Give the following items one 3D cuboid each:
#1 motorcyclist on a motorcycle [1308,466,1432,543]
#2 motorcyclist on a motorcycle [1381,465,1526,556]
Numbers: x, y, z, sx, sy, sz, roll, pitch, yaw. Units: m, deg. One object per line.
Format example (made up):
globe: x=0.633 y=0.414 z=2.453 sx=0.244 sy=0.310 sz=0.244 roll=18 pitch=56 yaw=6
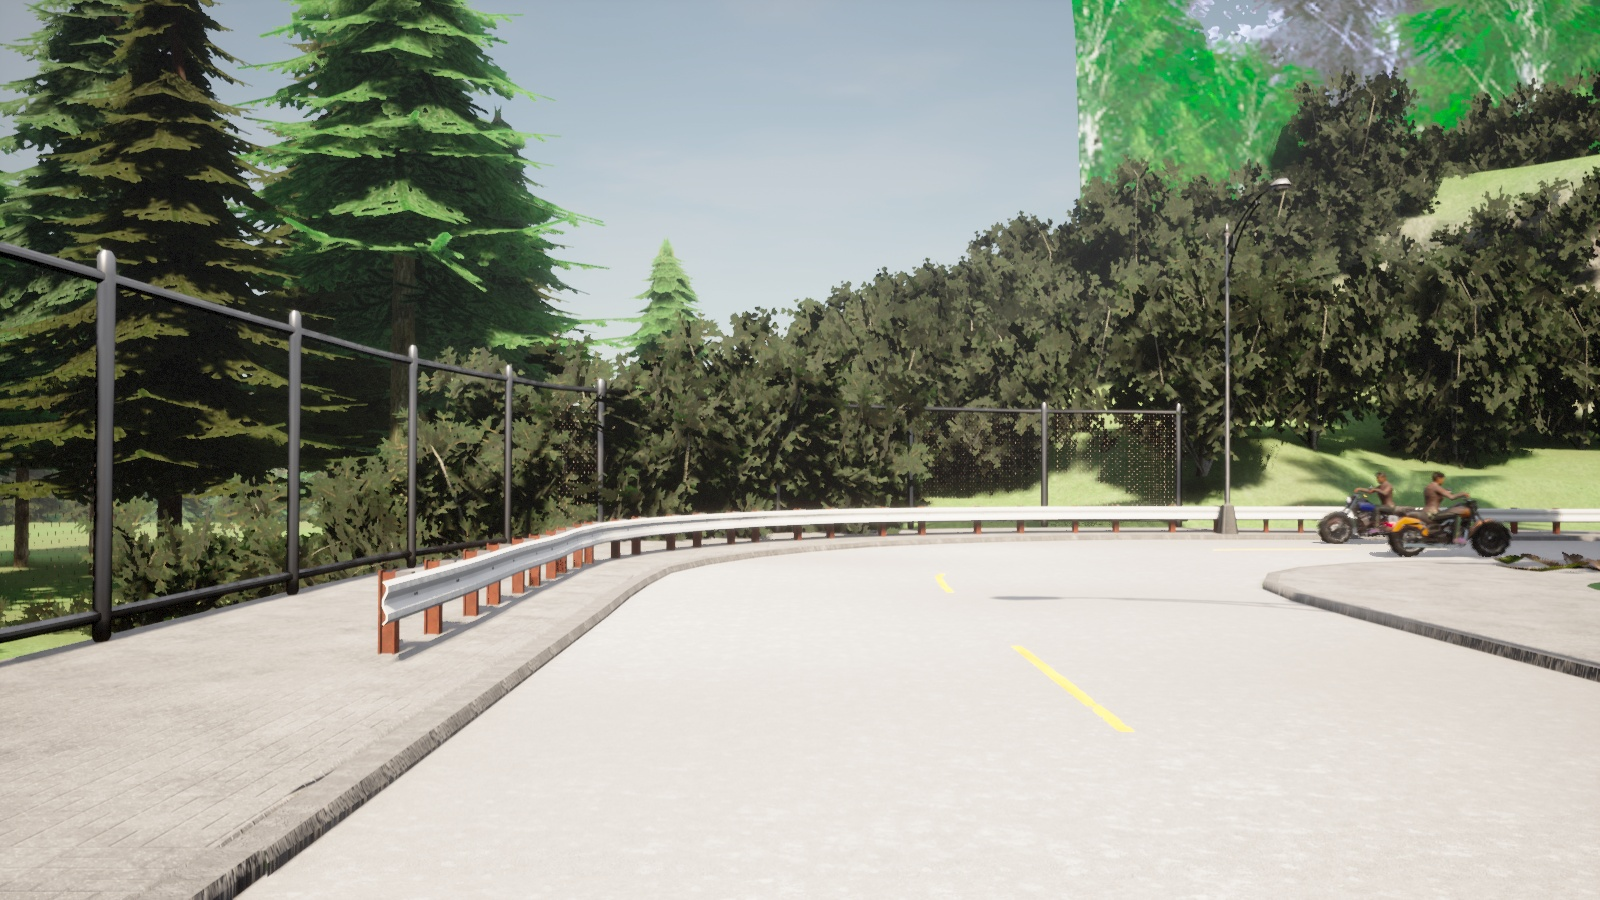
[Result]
motorcyclist on a motorcycle: x=12.455 y=1.179 z=27.493 sx=2.350 sy=1.649 sz=0.766 roll=0 pitch=-1 yaw=-1
motorcyclist on a motorcycle: x=12.188 y=1.112 z=23.448 sx=2.350 sy=1.649 sz=0.766 roll=0 pitch=0 yaw=-6
